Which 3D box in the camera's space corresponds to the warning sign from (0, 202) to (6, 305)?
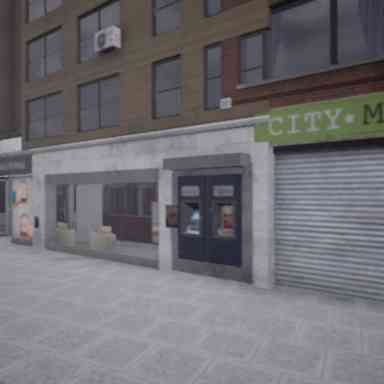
[{"bbox_3d":[-4.247,1.123,5.919,1.060,1.860,1.300,0,0,35],"label":"warning sign"}]
